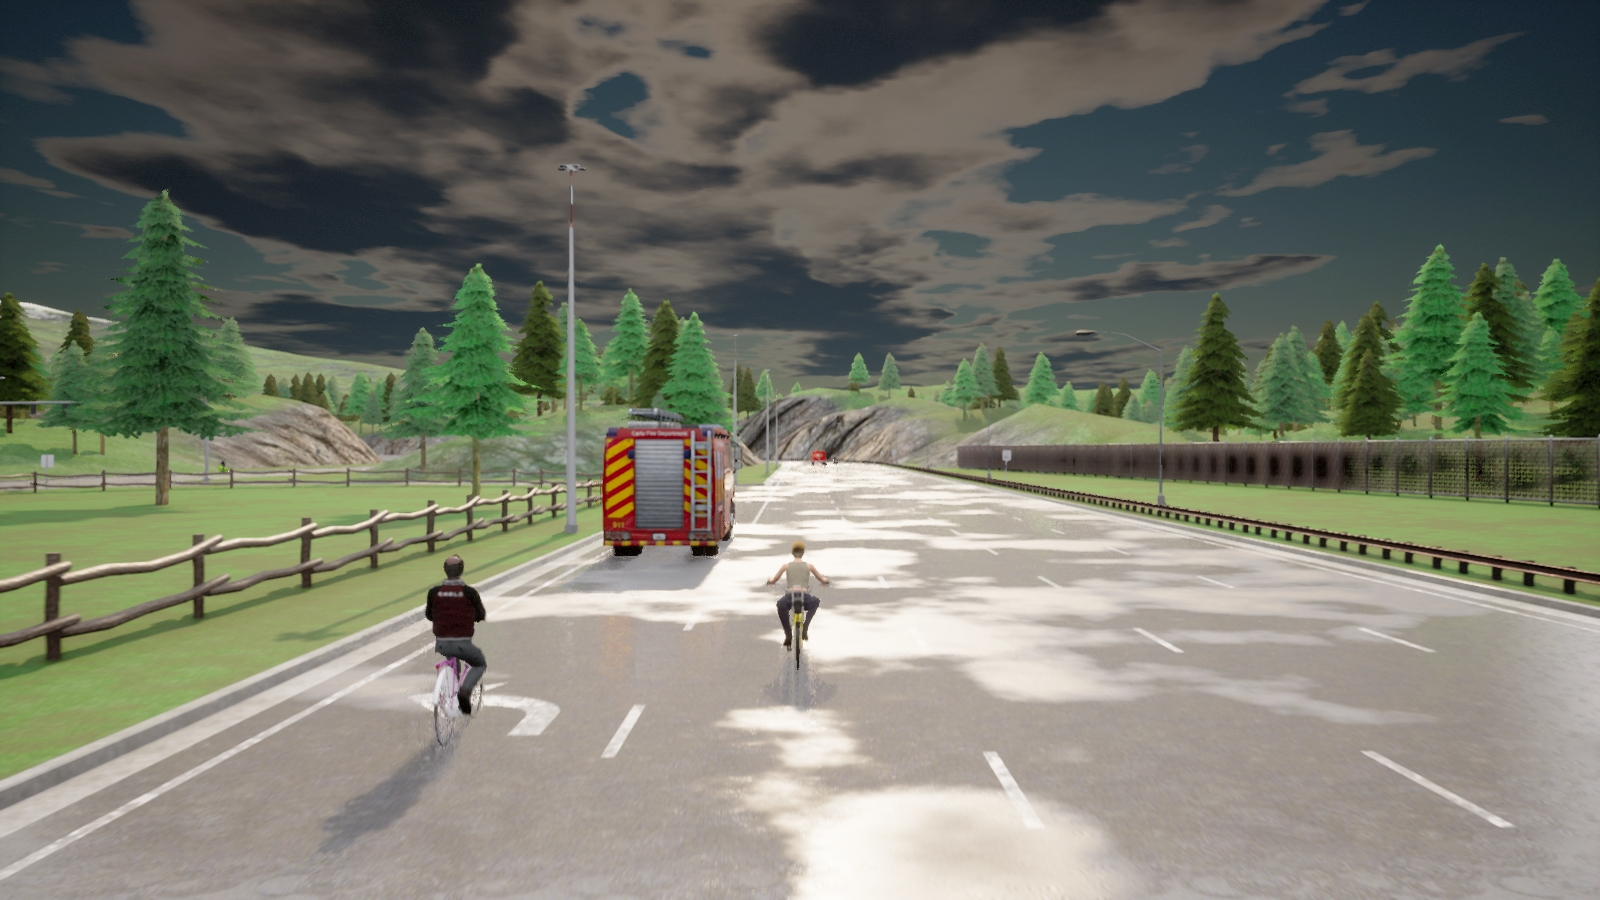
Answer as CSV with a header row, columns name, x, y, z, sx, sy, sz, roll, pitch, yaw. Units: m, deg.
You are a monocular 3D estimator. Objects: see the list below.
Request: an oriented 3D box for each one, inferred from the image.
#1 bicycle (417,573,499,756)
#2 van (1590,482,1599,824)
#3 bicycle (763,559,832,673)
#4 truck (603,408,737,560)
name,x,y,z,sx,sy,sz,roll,pitch,yaw
bicycle,-3.359,2.050,11.315,0.329,1.471,1.835,0,0,-2
van,6.993,1.528,5.722,1.988,2.561,5.915,0,0,0
bicycle,-0.025,2.144,15.027,0.859,1.276,1.487,0,0,0
truck,-3.509,0.862,33.021,2.891,3.827,8.468,0,0,0
